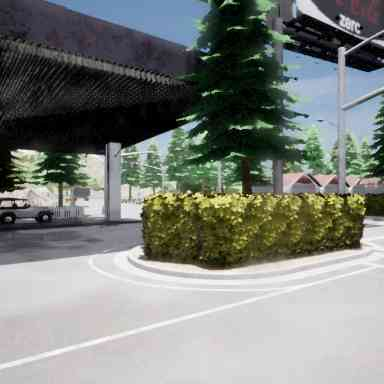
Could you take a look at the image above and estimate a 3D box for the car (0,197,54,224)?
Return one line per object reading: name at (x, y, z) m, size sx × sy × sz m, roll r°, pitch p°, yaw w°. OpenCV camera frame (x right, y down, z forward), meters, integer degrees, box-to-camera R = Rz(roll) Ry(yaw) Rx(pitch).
car at (-11.934, 1.313, 23.504) m, size 3.866 × 1.878 × 1.905 m, roll 0°, pitch 0°, yaw -36°
